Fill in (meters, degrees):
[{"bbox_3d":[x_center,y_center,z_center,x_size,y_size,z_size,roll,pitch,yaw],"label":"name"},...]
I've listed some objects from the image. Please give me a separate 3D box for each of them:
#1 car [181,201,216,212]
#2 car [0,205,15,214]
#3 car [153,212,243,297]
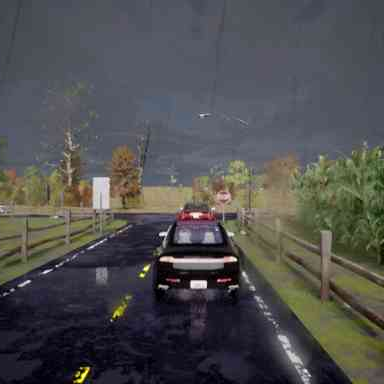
[{"bbox_3d":[0.356,1.346,20.313,2.097,1.767,4.553,0,0,3],"label":"car"},{"bbox_3d":[-19.341,1.547,31.463,4.674,1.442,1.812,0,0,1],"label":"car"},{"bbox_3d":[0.128,1.490,8.559,2.128,1.511,4.902,0,0,0],"label":"car"}]
